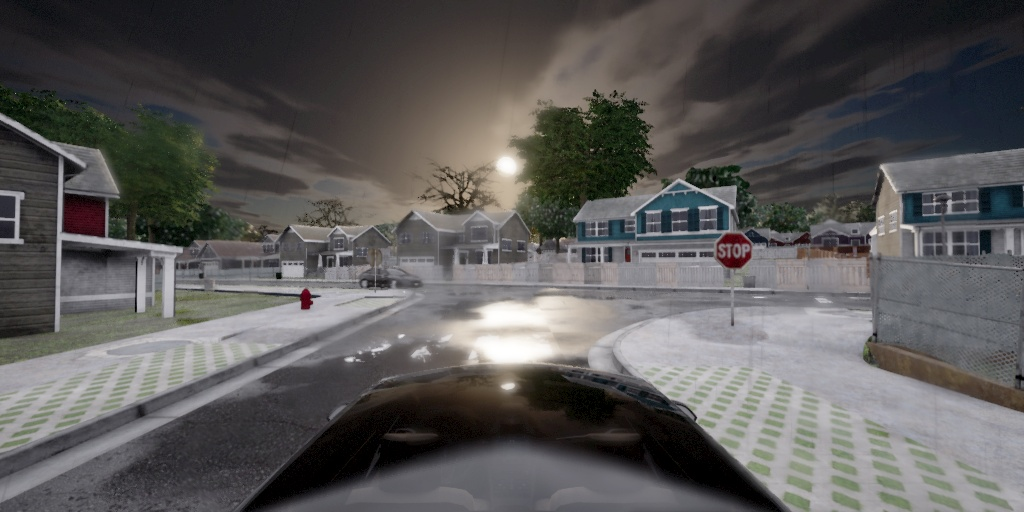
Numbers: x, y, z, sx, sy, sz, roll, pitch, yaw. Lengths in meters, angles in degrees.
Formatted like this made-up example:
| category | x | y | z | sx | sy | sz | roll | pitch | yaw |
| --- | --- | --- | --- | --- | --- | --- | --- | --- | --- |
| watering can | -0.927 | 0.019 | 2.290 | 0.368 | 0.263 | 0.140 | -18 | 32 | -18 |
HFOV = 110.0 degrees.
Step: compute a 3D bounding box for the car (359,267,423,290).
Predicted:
| category | x | y | z | sx | sy | sz | roll | pitch | yaw |
| --- | --- | --- | --- | --- | --- | --- | --- | --- | --- |
| car | -7.904 | 1.482 | 23.245 | 4.892 | 1.490 | 1.837 | 0 | -1 | 32 |
